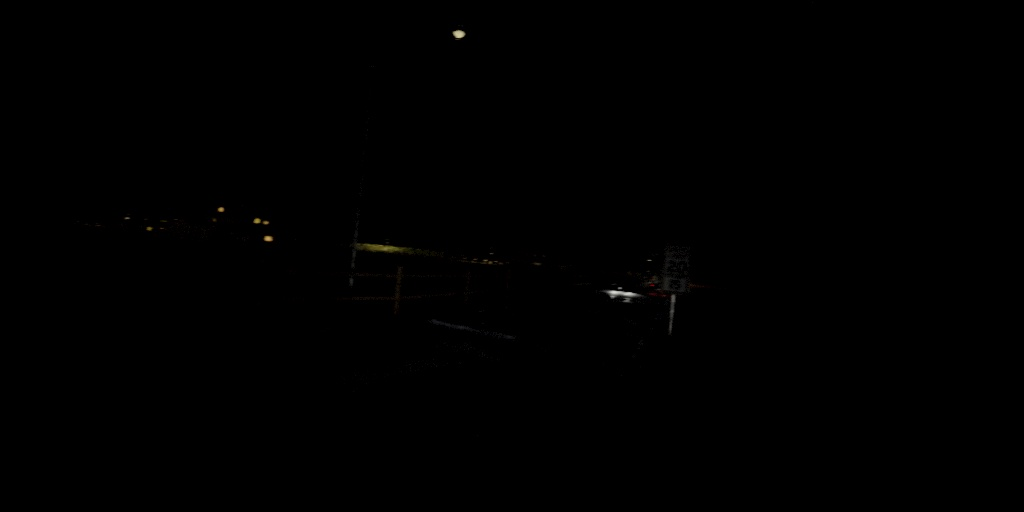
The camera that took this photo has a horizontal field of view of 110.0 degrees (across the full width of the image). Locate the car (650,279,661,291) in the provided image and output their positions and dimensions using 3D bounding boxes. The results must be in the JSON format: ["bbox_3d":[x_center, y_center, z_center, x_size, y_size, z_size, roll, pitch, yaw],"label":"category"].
[{"bbox_3d":[16.686,3.374,40.335,1.895,1.301,4.718,5,-1,26],"label":"car"}]

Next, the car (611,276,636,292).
[{"bbox_3d":[11.102,2.716,35.314,2.033,1.411,5.357,5,-1,26],"label":"car"}]
